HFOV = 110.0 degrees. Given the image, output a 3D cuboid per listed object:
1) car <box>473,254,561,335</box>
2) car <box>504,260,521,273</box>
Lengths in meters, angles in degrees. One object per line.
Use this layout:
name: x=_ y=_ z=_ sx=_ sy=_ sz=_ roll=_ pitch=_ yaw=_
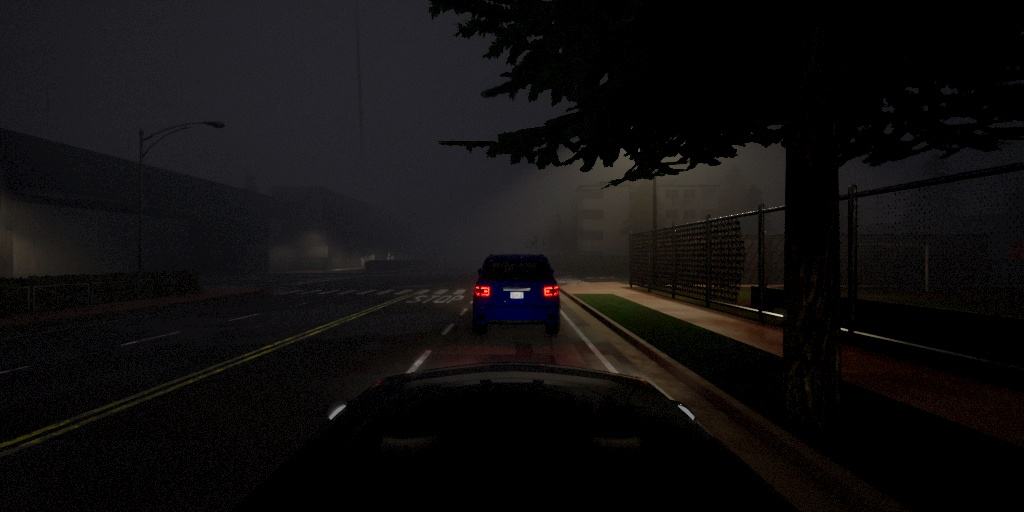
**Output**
car: x=0.115 y=0.972 z=10.701 sx=2.150 sy=2.045 sz=5.566 roll=0 pitch=0 yaw=0
car: x=0.025 y=1.242 z=45.576 sx=2.128 sy=1.511 sz=4.902 roll=0 pitch=0 yaw=0
